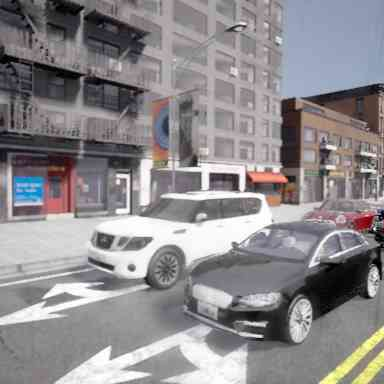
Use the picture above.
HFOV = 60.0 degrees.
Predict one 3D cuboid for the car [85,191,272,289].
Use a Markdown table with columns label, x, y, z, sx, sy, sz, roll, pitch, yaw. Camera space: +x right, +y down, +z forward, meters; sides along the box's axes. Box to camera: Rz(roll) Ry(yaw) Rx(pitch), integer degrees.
| label | x | y | z | sx | sy | sz | roll | pitch | yaw |
| --- | --- | --- | --- | --- | --- | --- | --- | --- | --- |
| car | 0.042 | 1.015 | 8.934 | 5.566 | 2.045 | 2.150 | 0 | 2 | -43 |

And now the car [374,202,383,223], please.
| label | x | y | z | sx | sy | sz | roll | pitch | yaw |
| --- | --- | --- | --- | --- | --- | --- | --- | --- | --- |
| car | 14.347 | 1.351 | 22.745 | 4.718 | 1.301 | 1.895 | 0 | 2 | -43 |

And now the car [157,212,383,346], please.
| label | x | y | z | sx | sy | sz | roll | pitch | yaw |
| --- | --- | --- | --- | --- | --- | --- | --- | --- | --- |
| car | 1.997 | 1.373 | 6.319 | 4.902 | 1.511 | 2.128 | 0 | 2 | -43 |

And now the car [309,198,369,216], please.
| label | x | y | z | sx | sy | sz | roll | pitch | yaw |
| --- | --- | --- | --- | --- | --- | --- | --- | --- | --- |
| car | 6.986 | 1.119 | 15.653 | 4.553 | 1.767 | 2.097 | 0 | 2 | -44 |

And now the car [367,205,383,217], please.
| label | x | y | z | sx | sy | sz | roll | pitch | yaw |
| --- | --- | --- | --- | --- | --- | --- | --- | --- | --- |
| car | 8.789 | 1.332 | 12.885 | 5.008 | 1.535 | 1.882 | 0 | 2 | -44 |
